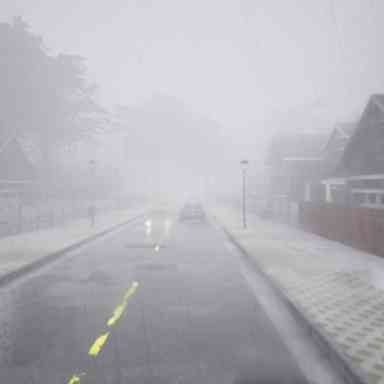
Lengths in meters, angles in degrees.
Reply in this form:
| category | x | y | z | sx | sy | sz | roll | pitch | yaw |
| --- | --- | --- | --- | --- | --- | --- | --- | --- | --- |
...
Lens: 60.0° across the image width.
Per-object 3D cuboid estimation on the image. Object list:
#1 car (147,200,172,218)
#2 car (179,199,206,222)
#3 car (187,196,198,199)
| category | x | y | z | sx | sy | sz | roll | pitch | yaw |
| --- | --- | --- | --- | --- | --- | --- | --- | --- | --- |
| car | -2.812 | 1.445 | 29.876 | 1.882 | 1.535 | 5.008 | 0 | 0 | 0 |
| car | 0.056 | 1.534 | 26.114 | 1.994 | 1.385 | 4.181 | 0 | 0 | 0 |
| car | 0.084 | 1.316 | 43.468 | 2.097 | 1.767 | 4.553 | 0 | 0 | 0 |
